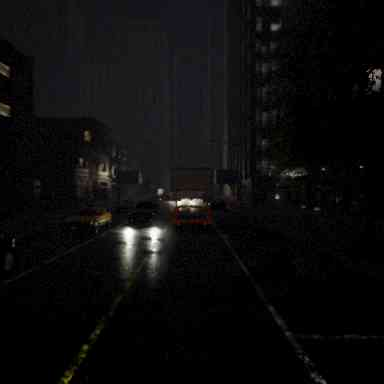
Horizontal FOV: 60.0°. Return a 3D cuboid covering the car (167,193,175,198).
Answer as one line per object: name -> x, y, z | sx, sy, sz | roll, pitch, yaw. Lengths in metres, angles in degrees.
car -> -5.717, 1.022, 90.474 | 1.802, 1.307, 4.206 | 0, 0, 0

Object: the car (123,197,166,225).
car -> -3.104, 1.325, 22.729 | 1.882, 1.535, 5.008 | 0, 0, 0

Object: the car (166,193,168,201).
car -> -5.709, 1.176, 57.329 | 1.887, 1.381, 4.507 | 0, 0, 0

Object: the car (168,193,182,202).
car -> -3.044, 1.118, 63.881 | 1.812, 1.442, 4.674 | 0, 0, 1

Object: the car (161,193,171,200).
car -> -5.713, 0.975, 73.900 | 1.967, 1.590, 4.097 | 0, 0, 0

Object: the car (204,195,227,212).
car -> 2.678, 1.317, 35.238 | 2.008, 1.369, 4.403 | 0, 0, 0

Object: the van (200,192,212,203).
van -> 2.670, 0.972, 57.333 | 1.690, 1.788, 3.998 | 0, 0, 0

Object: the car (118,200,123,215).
car -> -5.701, 1.353, 29.709 | 2.008, 1.369, 4.403 | 0, 0, 0

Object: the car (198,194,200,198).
car -> 2.667, 1.059, 74.076 | 1.752, 1.417, 4.829 | 0, 0, 0

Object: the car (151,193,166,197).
car -> -5.707, 1.215, 51.805 | 2.008, 1.369, 4.403 | 0, 0, 0

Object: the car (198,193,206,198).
car -> 2.663, 0.990, 90.480 | 2.008, 1.369, 4.403 | 0, 0, 0

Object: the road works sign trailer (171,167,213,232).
road works sign trailer -> -0.006, 0.334, 19.249 | 2.380, 3.560, 2.880 | 0, 0, 0

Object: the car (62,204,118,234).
car -> -5.698, 1.400, 18.490 | 1.752, 1.417, 4.829 | 0, 0, 0

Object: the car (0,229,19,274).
car -> -5.695, 1.498, 7.613 | 2.008, 1.369, 4.403 | 0, 0, 0
